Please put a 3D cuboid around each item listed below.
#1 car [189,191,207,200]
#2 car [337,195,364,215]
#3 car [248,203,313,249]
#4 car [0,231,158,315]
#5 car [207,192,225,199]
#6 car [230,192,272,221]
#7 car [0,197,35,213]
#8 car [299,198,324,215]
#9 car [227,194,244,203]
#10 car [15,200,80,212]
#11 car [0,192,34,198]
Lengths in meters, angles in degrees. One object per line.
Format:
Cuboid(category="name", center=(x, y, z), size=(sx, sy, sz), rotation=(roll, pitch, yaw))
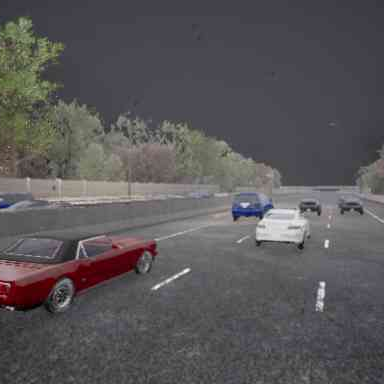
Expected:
Cuboid(category="car", center=(1.386, 0.789, 62.364), size=(2.150, 2.045, 5.566), rotation=(0, 0, 24))
Cuboid(category="car", center=(14.902, 1.279, 31.169), size=(1.837, 1.490, 4.892), rotation=(0, 1, 23))
Cuboid(category="car", center=(3.929, 1.421, 14.110), size=(1.812, 1.442, 4.674), rotation=(0, 0, 23))
Cuboid(category="car", center=(-2.628, 1.544, 7.599), size=(1.895, 1.301, 4.718), rotation=(0, 0, 23))
Cuboid(category="car", center=(4.873, 1.099, 61.622), size=(1.812, 1.442, 4.674), rotation=(0, 0, 23))
Cuboid(category="car", center=(4.562, 1.043, 24.591), size=(2.150, 2.045, 5.566), rotation=(0, 0, 23))
Cuboid(category="car", center=(-11.366, 1.337, 23.386), size=(1.837, 1.490, 4.892), rotation=(0, 0, 23))
Cuboid(category="car", center=(10.899, 1.282, 30.575), size=(1.837, 1.490, 4.892), rotation=(0, 0, 23))
Cuboid(category="car", center=(7.884, 1.149, 59.773), size=(1.994, 1.385, 4.181), rotation=(0, 0, 23))
Cuboid(category="car", center=(-8.543, 1.412, 21.076), size=(1.994, 1.385, 4.181), rotation=(0, 0, 23))
Cuboid(category="car", center=(-14.419, 1.041, 25.150), size=(2.150, 2.045, 5.566), rotation=(0, 0, 23))
